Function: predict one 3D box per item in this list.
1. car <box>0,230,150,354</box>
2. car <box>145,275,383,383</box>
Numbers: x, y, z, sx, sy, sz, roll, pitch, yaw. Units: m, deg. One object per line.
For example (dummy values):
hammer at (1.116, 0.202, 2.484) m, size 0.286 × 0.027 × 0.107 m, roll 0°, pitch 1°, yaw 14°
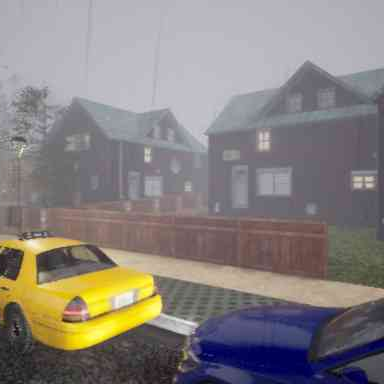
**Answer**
car at (-3.023, 1.481, 6.129) m, size 5.366 × 1.575 × 1.801 m, roll 0°, pitch 0°, yaw 36°
car at (2.005, 1.539, 2.519) m, size 4.674 × 1.442 × 1.812 m, roll 0°, pitch 0°, yaw 36°
